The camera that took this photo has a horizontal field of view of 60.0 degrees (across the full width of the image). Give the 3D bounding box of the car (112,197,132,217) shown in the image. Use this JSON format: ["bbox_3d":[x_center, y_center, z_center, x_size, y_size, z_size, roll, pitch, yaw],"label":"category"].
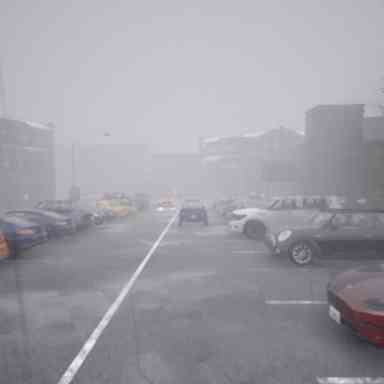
[{"bbox_3d":[-7.887,1.424,26.791,5.366,1.575,1.946,0,0,0],"label":"car"}]

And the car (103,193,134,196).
[{"bbox_3d":[-7.676,1.285,32.672,4.553,1.767,2.185,0,0,0],"label":"car"}]

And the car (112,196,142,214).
[{"bbox_3d":[-7.519,1.418,29.731,5.366,1.575,1.946,0,0,0],"label":"car"}]

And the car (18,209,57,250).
[{"bbox_3d":[-7.687,1.496,11.975,4.674,1.452,2.002,0,0,0],"label":"car"}]

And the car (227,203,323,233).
[{"bbox_3d":[4.628,1.441,19.153,5.008,1.535,2.097,0,0,0],"label":"car"}]

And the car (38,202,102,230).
[{"bbox_3d":[-7.724,1.474,17.977,4.792,1.488,2.163,0,0,0],"label":"car"}]

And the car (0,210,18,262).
[{"bbox_3d":[-7.656,1.337,9.037,4.553,1.767,2.185,0,0,0],"label":"car"}]

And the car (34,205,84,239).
[{"bbox_3d":[-7.689,1.490,15.038,4.674,1.452,2.002,0,0,0],"label":"car"}]

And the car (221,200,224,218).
[{"bbox_3d":[4.638,1.437,21.946,4.892,1.521,2.231,0,0,0],"label":"car"}]

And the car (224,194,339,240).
[{"bbox_3d":[4.608,1.195,16.358,5.566,2.045,2.435,0,0,0],"label":"car"}]

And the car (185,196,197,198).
[{"bbox_3d":[-0.096,1.239,41.721,1.882,1.535,5.008,0,2,-3],"label":"car"}]

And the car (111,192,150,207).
[{"bbox_3d":[-7.683,1.077,38.443,5.566,2.045,2.435,0,1,0],"label":"car"}]

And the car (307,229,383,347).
[{"bbox_3d":[4.615,1.499,5.186,4.792,1.488,2.163,0,0,0],"label":"car"}]

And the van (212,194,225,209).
[{"bbox_3d":[4.506,1.182,33.117,4.442,1.987,1.878,0,1,0],"label":"van"}]

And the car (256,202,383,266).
[{"bbox_3d":[4.672,1.332,10.896,4.553,1.767,2.185,0,0,0],"label":"car"}]

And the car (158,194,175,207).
[{"bbox_3d":[-3.408,1.043,43.963,2.097,1.767,4.553,0,2,-6],"label":"car"}]

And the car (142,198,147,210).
[{"bbox_3d":[-7.714,1.382,35.502,5.008,1.535,2.097,0,1,0],"label":"car"}]

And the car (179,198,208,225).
[{"bbox_3d":[0.080,1.430,23.592,1.882,1.535,5.008,0,0,0],"label":"car"}]

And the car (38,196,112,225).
[{"bbox_3d":[-7.728,1.313,20.915,4.553,1.767,2.185,0,0,0],"label":"car"}]

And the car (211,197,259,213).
[{"bbox_3d":[4.614,1.376,35.927,4.892,1.521,2.231,0,1,0],"label":"car"}]

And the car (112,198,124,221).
[{"bbox_3d":[-7.706,1.434,23.728,4.892,1.521,2.231,0,0,0],"label":"car"}]

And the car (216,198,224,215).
[{"bbox_3d":[4.629,1.464,27.534,4.674,1.452,2.002,0,0,0],"label":"car"}]

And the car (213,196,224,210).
[{"bbox_3d":[4.631,1.420,30.324,4.892,1.521,2.231,0,0,0],"label":"car"}]
